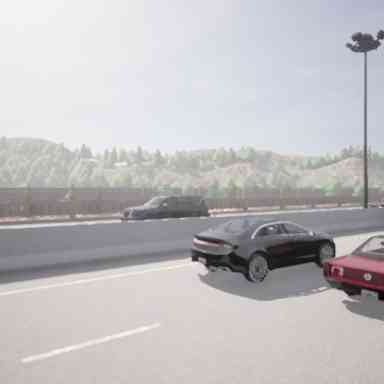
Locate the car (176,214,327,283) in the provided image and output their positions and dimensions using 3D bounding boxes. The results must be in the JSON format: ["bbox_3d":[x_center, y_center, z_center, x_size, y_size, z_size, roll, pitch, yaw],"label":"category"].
[{"bbox_3d":[2.225,1.480,9.641,4.902,1.511,2.128,0,0,-36],"label":"car"}]

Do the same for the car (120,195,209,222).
[{"bbox_3d":[-1.489,1.206,20.133,5.566,2.045,2.150,0,0,-36],"label":"car"}]

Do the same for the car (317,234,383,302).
[{"bbox_3d":[5.057,1.588,7.362,4.718,1.301,1.895,0,0,-36],"label":"car"}]
